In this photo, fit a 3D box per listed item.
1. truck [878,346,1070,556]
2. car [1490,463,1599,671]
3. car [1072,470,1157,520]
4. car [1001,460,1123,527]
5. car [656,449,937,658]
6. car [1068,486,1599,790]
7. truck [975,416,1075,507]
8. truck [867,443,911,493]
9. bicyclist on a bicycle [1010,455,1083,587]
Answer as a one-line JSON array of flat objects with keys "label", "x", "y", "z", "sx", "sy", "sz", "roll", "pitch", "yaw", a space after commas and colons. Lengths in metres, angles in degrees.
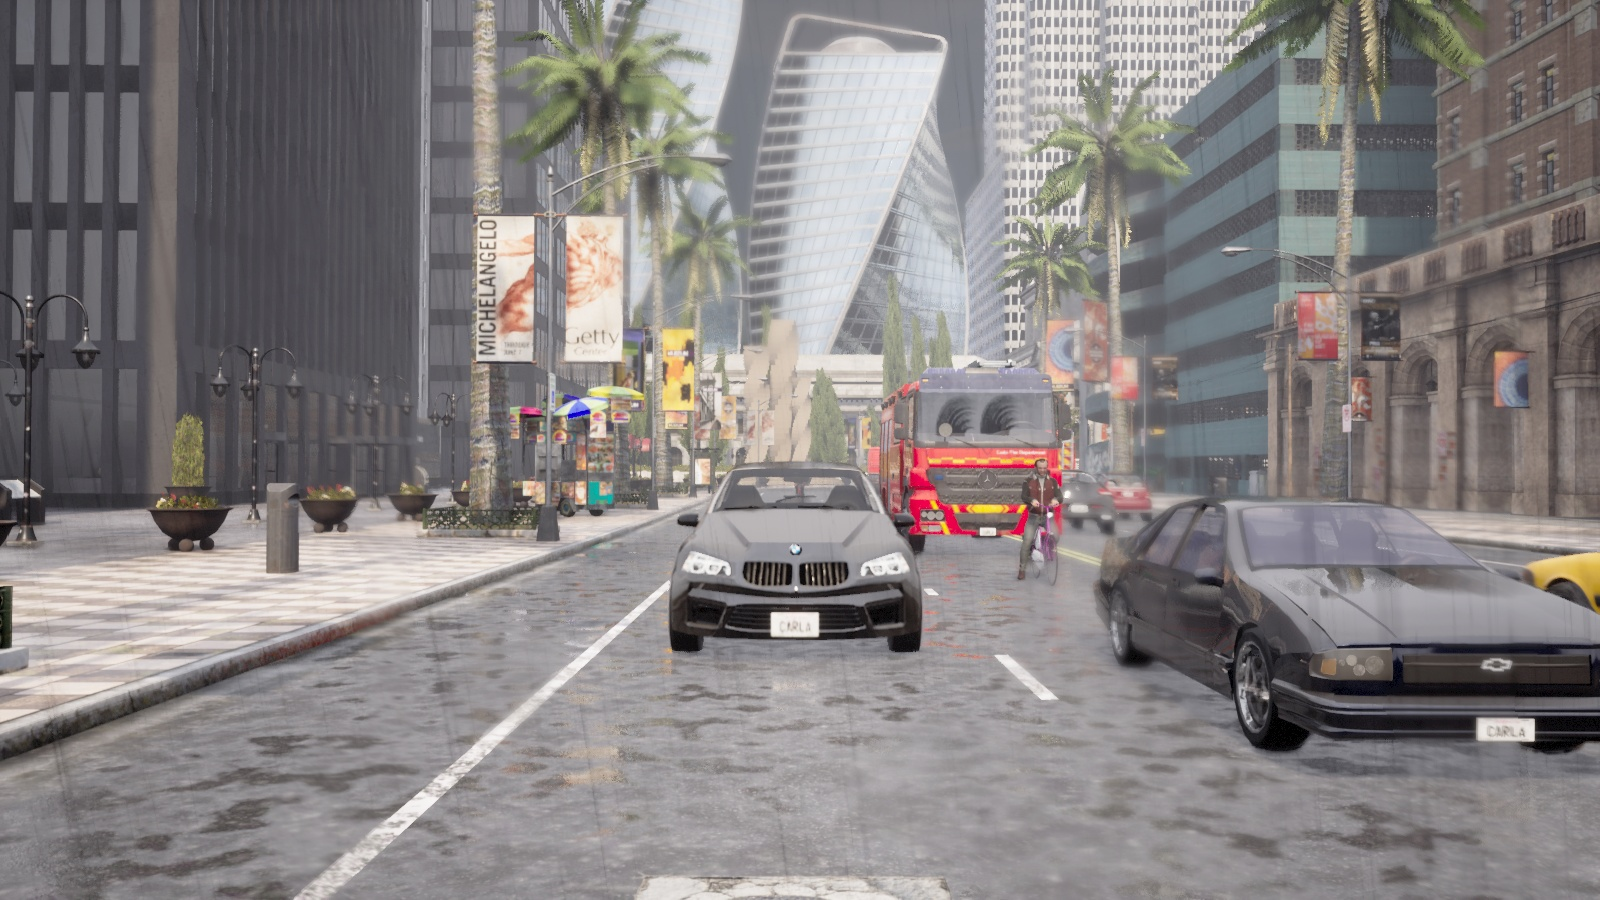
[{"label": "truck", "x": 3.446, "y": 0.093, "z": 27.189, "sx": 2.891, "sy": 3.827, "sz": 8.468, "roll": 0, "pitch": -1, "yaw": 0}, {"label": "car", "x": 6.978, "y": 0.866, "z": 8.346, "sx": 1.801, "sy": 1.575, "sz": 5.366, "roll": 0, "pitch": -1, "yaw": 0}, {"label": "car", "x": 10.284, "y": 1.446, "z": 41.299, "sx": 1.789, "sy": 1.549, "sz": 3.705, "roll": 0, "pitch": -1, "yaw": -1}, {"label": "car", "x": 6.886, "y": 1.130, "z": 33.600, "sx": 2.152, "sy": 1.651, "sz": 5.027, "roll": 0, "pitch": -1, "yaw": -1}, {"label": "car", "x": -0.032, "y": 0.867, "z": 12.362, "sx": 2.242, "sy": 1.667, "sz": 4.611, "roll": 0, "pitch": -1, "yaw": 0}, {"label": "car", "x": 3.478, "y": 0.996, "z": 8.825, "sx": 2.033, "sy": 1.411, "sz": 5.357, "roll": 0, "pitch": -1, "yaw": 0}, {"label": "truck", "x": 10.068, "y": 0.568, "z": 57.090, "sx": 2.891, "sy": 3.827, "sz": 8.468, "roll": 0, "pitch": -1, "yaw": -1}, {"label": "truck", "x": 6.334, "y": 1.331, "z": 90.724, "sx": 2.891, "sy": 3.462, "sz": 7.936, "roll": 0, "pitch": -1, "yaw": 2}, {"label": "bicyclist on a bicycle", "x": 3.458, "y": 0.969, "z": 17.742, "sx": 0.659, "sy": 1.776, "sz": 1.843, "roll": 0, "pitch": -1, "yaw": 0}]
